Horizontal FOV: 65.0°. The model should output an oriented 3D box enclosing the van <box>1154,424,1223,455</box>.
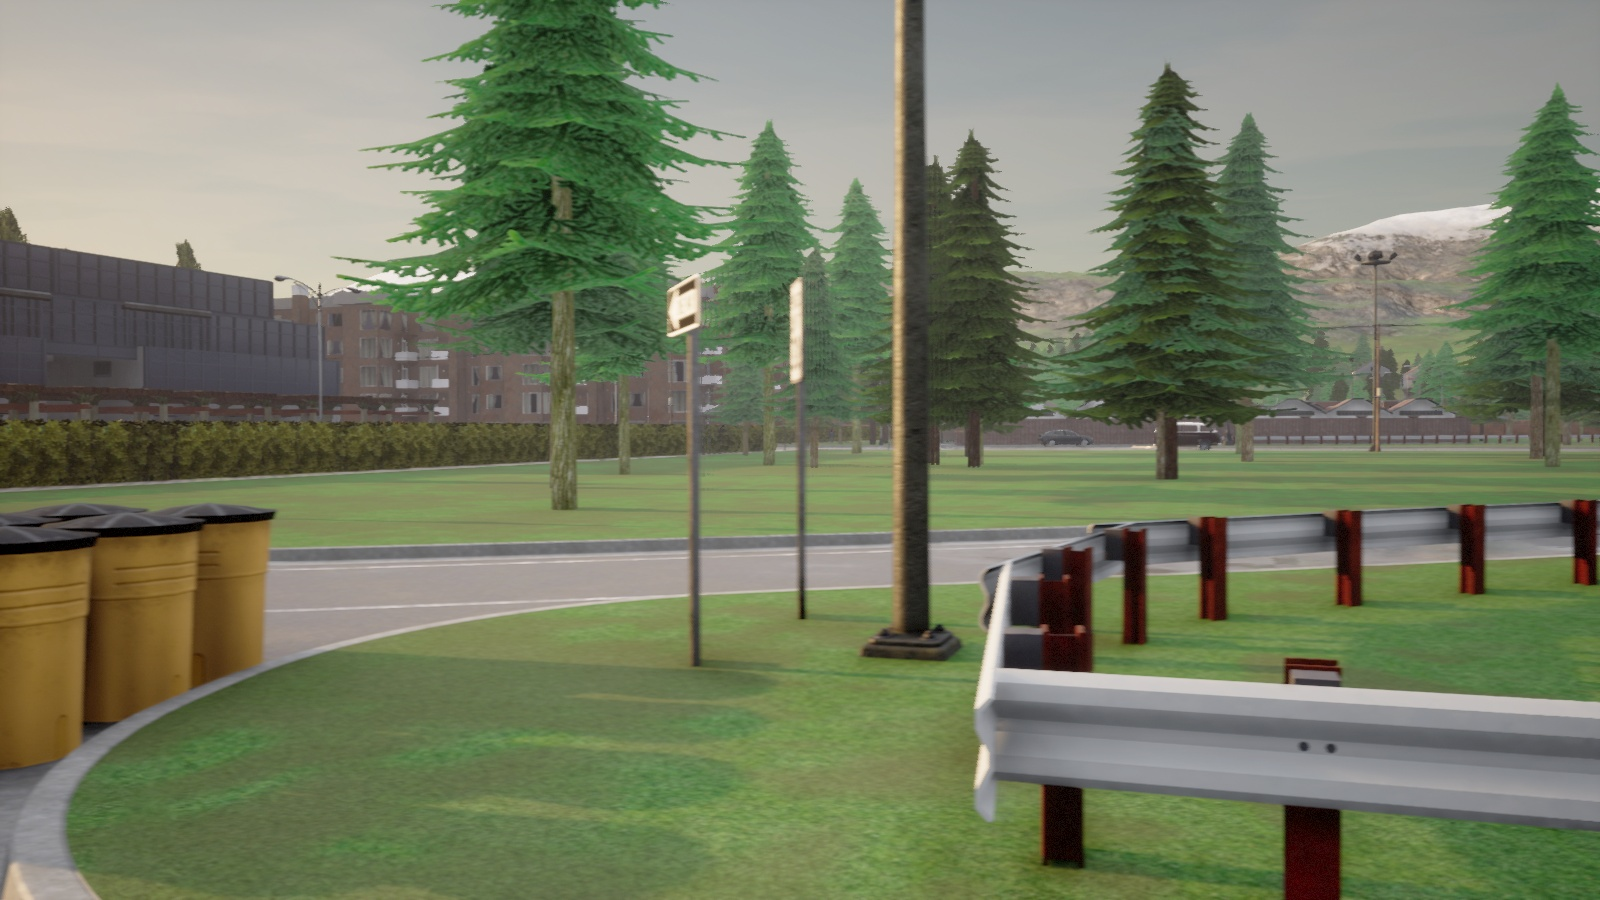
[{"bbox_3d":[26.658,-0.729,86.135,4.480,2.038,2.069,1,1,19],"label":"van"}]
